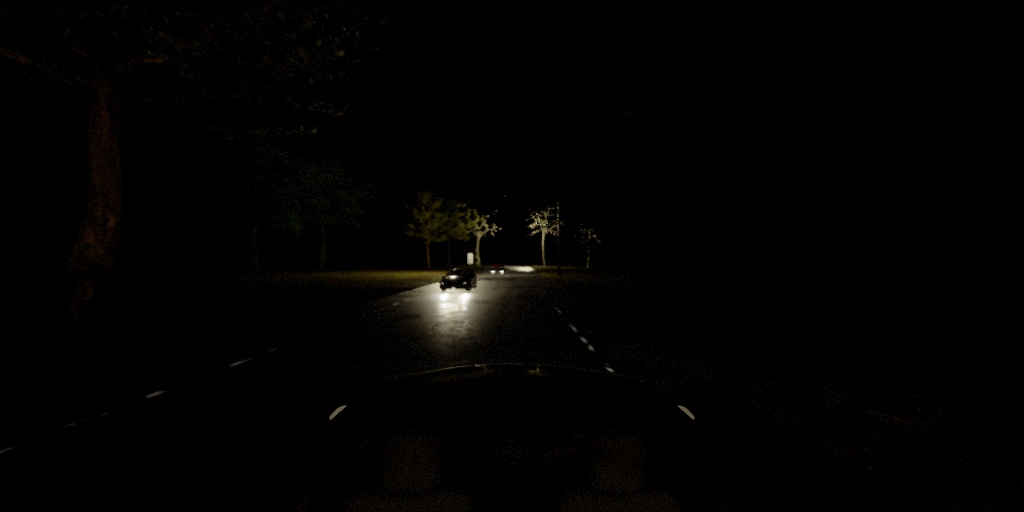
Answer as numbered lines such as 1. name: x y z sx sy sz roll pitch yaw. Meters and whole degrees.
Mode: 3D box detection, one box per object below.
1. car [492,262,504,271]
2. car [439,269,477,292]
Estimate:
1. car: -2.549 1.899 64.469 1.882 1.535 5.008 0 -1 2
2. car: -3.398 1.539 23.695 2.033 1.411 5.357 0 -1 1
